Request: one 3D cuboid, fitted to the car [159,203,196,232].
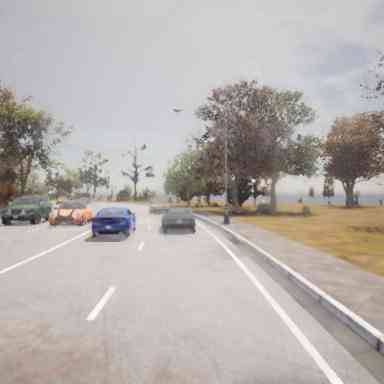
[{"bbox_3d":[-0.913,1.635,20.708,1.994,1.385,4.181,0,0,-6],"label":"car"}]

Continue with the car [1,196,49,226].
[{"bbox_3d":[-12.132,1.309,24.893,2.150,2.045,5.566,0,0,-8],"label":"car"}]

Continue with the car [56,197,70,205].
[{"bbox_3d":[-24.929,1.677,64.244,1.882,1.535,5.008,0,0,-28],"label":"car"}]

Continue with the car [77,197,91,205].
[{"bbox_3d":[-20.716,1.731,63.803,1.812,1.442,4.674,0,0,-27],"label":"car"}]

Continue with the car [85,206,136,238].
[{"bbox_3d":[-4.185,1.542,18.312,1.882,1.535,5.008,0,0,-5],"label":"car"}]

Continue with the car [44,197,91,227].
[{"bbox_3d":[-8.478,1.435,23.536,2.097,1.767,4.553,0,0,-7],"label":"car"}]

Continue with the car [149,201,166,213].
[{"bbox_3d":[-3.843,1.736,38.649,1.895,1.301,4.718,0,0,-13],"label":"car"}]
